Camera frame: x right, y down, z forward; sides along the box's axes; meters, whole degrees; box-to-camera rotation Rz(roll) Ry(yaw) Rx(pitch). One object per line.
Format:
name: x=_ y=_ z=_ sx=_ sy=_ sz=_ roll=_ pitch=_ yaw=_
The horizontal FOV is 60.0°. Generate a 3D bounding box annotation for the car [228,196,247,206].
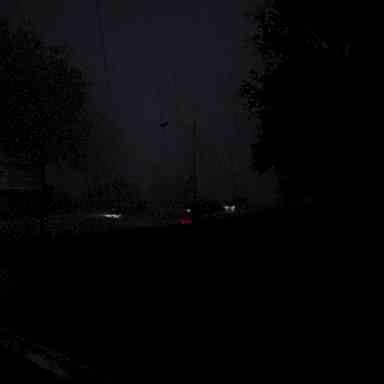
car: x=7.016 y=1.360 z=52.519 sx=2.128 sy=1.511 sz=4.902 roll=0 pitch=0 yaw=35

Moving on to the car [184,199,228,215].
car: x=1.192 y=1.479 z=33.027 sx=1.837 sy=1.490 sz=4.892 roll=0 pitch=0 yaw=38

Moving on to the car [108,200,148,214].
car: x=-6.593 y=1.541 z=34.644 sx=1.994 sy=1.385 sz=4.181 roll=0 pitch=0 yaw=38
